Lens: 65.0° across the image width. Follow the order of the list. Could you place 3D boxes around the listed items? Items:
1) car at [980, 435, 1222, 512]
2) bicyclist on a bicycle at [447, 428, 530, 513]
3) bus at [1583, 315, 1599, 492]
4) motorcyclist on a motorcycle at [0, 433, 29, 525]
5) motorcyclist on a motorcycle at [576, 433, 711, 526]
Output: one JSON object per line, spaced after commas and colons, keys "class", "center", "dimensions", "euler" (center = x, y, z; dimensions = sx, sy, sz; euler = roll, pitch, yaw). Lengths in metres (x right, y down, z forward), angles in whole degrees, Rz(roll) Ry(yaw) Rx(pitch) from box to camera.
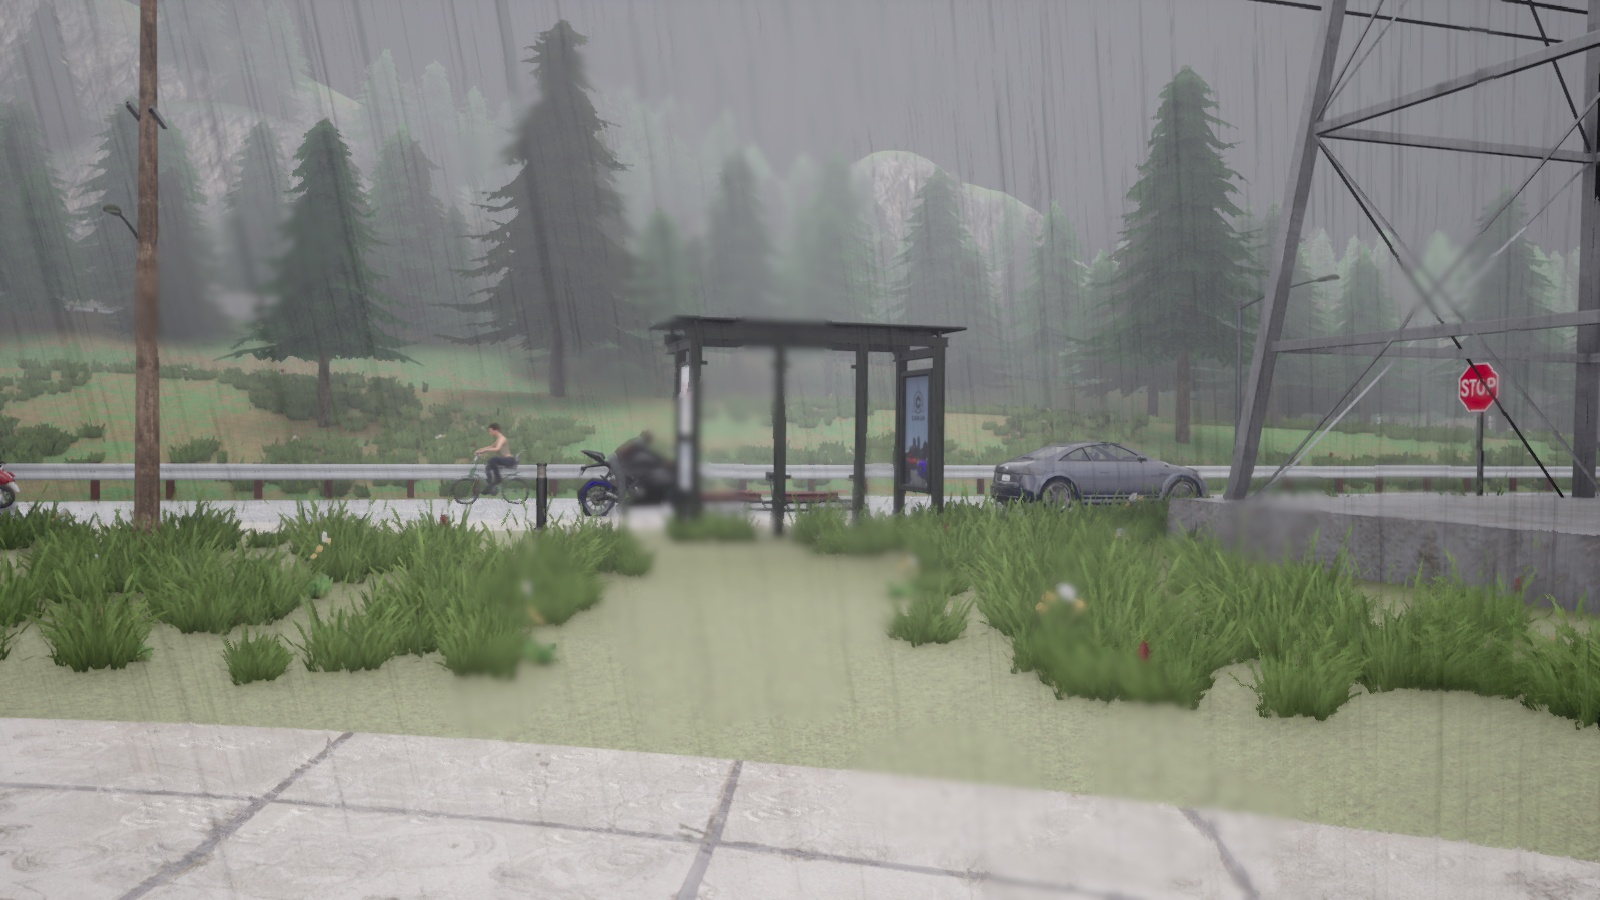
{"class": "car", "center": [5.868, 0.408, 24.610], "dimensions": [4.181, 1.385, 1.994], "euler": [-1, 1, -17]}
{"class": "bicyclist on a bicycle", "center": [-6.088, 0.384, 24.543], "dimensions": [1.509, 1.612, 0.866], "euler": [-1, 1, -17]}
{"class": "bus", "center": [22.025, -1.188, 25.902], "dimensions": [3.944, 4.253, 10.273], "euler": [-3, 1, -10]}
{"class": "motorcyclist on a motorcycle", "center": [-14.612, 0.510, 21.891], "dimensions": [1.817, 1.590, 0.866], "euler": [-1, 1, -17]}
{"class": "motorcyclist on a motorcycle", "center": [-2.740, 0.489, 21.927], "dimensions": [2.191, 1.530, 0.866], "euler": [-1, 1, -17]}
